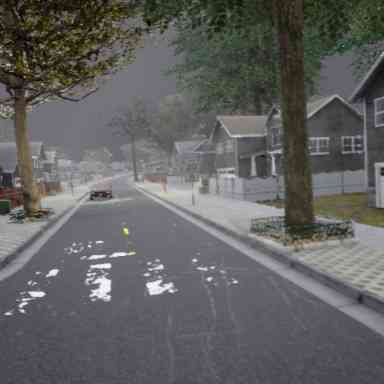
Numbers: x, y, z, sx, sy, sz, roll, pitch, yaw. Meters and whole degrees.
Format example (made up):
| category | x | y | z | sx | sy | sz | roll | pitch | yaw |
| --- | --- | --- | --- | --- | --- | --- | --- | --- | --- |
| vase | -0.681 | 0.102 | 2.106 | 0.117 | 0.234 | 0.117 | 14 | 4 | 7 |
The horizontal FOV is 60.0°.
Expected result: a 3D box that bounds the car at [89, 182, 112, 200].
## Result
| category | x | y | z | sx | sy | sz | roll | pitch | yaw |
| --- | --- | --- | --- | --- | --- | --- | --- | --- | --- |
| car | -8.497 | -0.177 | 31.066 | 1.882 | 1.535 | 5.008 | -4 | 4 | -14 |
